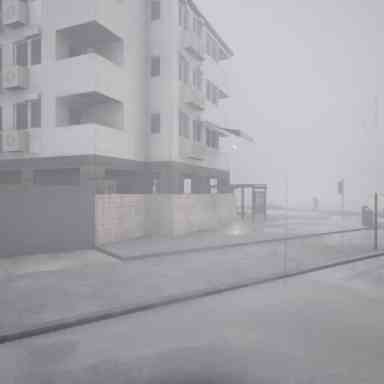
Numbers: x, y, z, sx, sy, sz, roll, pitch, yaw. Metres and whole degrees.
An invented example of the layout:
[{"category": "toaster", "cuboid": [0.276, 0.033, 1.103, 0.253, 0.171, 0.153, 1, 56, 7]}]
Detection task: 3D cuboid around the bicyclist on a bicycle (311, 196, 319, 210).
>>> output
[{"category": "bicyclist on a bicycle", "cuboid": [14.628, 1.349, 39.528, 1.656, 1.620, 0.582, 0, 0, -35]}]
